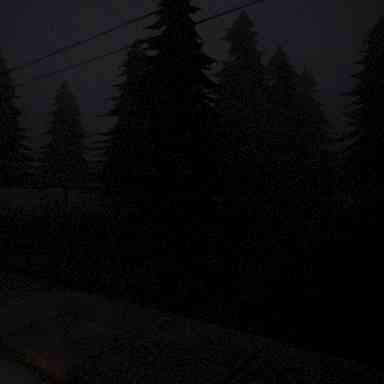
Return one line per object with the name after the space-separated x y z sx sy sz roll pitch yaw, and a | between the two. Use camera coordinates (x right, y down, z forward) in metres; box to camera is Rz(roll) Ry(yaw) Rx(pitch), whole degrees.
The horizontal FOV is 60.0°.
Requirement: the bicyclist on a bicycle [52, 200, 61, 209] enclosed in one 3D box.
-13.447 1.652 32.950 1.656 1.620 0.582 -1 -1 34 | bicyclist on a bicycle
